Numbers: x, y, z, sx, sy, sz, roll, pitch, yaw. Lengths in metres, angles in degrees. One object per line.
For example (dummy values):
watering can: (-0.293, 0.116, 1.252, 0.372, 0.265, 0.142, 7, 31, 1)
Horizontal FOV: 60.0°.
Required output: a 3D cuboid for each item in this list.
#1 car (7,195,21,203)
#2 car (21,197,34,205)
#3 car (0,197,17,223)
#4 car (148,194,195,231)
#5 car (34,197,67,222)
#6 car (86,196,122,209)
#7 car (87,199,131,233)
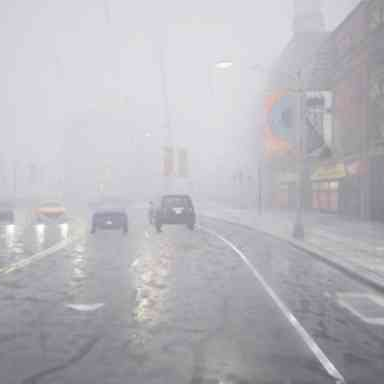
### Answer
car: (-29.258, 1.282, 54.119, 4.674, 1.452, 2.002, 0, 0, 20)
car: (-23.954, 1.367, 51.949, 4.718, 1.301, 1.895, 0, 0, 30)
car: (-14.089, 1.370, 24.310, 1.882, 1.535, 5.008, 0, 0, -29)
car: (-1.341, 1.134, 20.221, 2.150, 2.045, 5.566, 0, 0, -13)
car: (-10.731, 1.366, 25.306, 1.882, 1.535, 5.008, 0, 0, -27)
car: (-10.079, 1.190, 37.124, 2.097, 1.767, 4.553, 0, 0, -39)
car: (-4.734, 1.393, 19.284, 1.882, 1.535, 5.008, 0, 0, -13)
